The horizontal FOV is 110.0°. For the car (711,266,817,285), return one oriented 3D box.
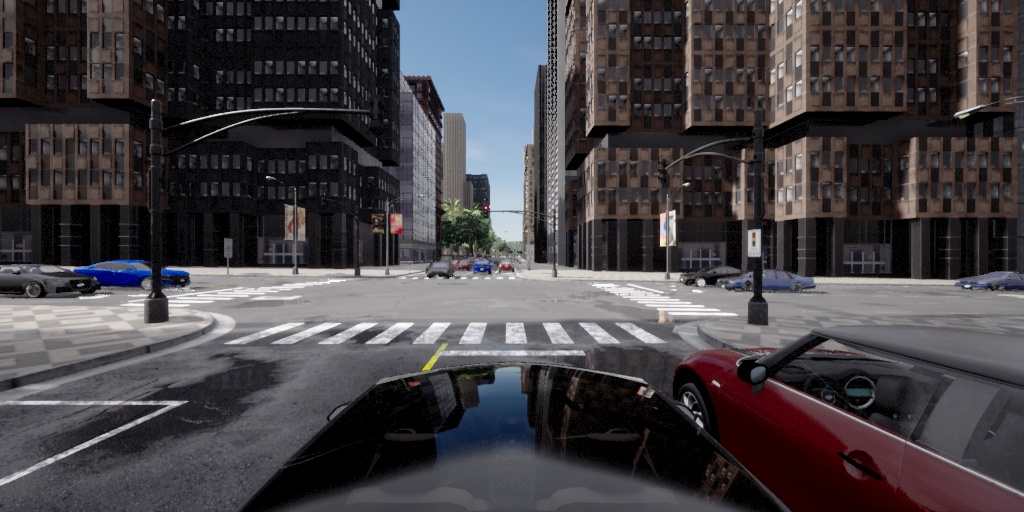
[{"bbox_3d":[15.937,1.550,22.568,5.357,1.411,2.033,1,0,0],"label":"car"}]

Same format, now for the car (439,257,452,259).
[{"bbox_3d":[-9.225,1.084,49.195,2.192,1.841,5.009,0,0,0],"label":"car"}]

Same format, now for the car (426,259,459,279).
[{"bbox_3d":[-6.307,1.278,32.177,2.033,1.411,5.357,0,0,-3],"label":"car"}]

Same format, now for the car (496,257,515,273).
[{"bbox_3d":[-0.658,1.197,43.832,1.967,1.591,4.097,0,0,0],"label":"car"}]

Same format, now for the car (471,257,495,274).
[{"bbox_3d":[-3.259,1.228,40.785,1.882,1.535,5.008,0,0,-1],"label":"car"}]

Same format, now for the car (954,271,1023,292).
[{"bbox_3d":[35.630,1.833,25.949,5.357,1.411,2.033,1,0,0],"label":"car"}]

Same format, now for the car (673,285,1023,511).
[{"bbox_3d":[2.763,1.190,2.445,1.967,1.591,4.097,0,0,0],"label":"car"}]

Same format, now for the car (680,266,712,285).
[{"bbox_3d":[14.707,1.459,25.809,5.008,1.535,1.882,1,0,-1],"label":"car"}]

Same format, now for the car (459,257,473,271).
[{"bbox_3d":[-6.554,1.245,48.471,1.882,1.535,5.008,0,0,0],"label":"car"}]

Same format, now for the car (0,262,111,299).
[{"bbox_3d":[-20.784,1.053,15.609,4.181,1.385,1.994,1,0,0],"label":"car"}]

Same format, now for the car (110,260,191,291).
[{"bbox_3d":[-19.848,0.976,18.864,5.008,1.535,1.882,1,0,0],"label":"car"}]
